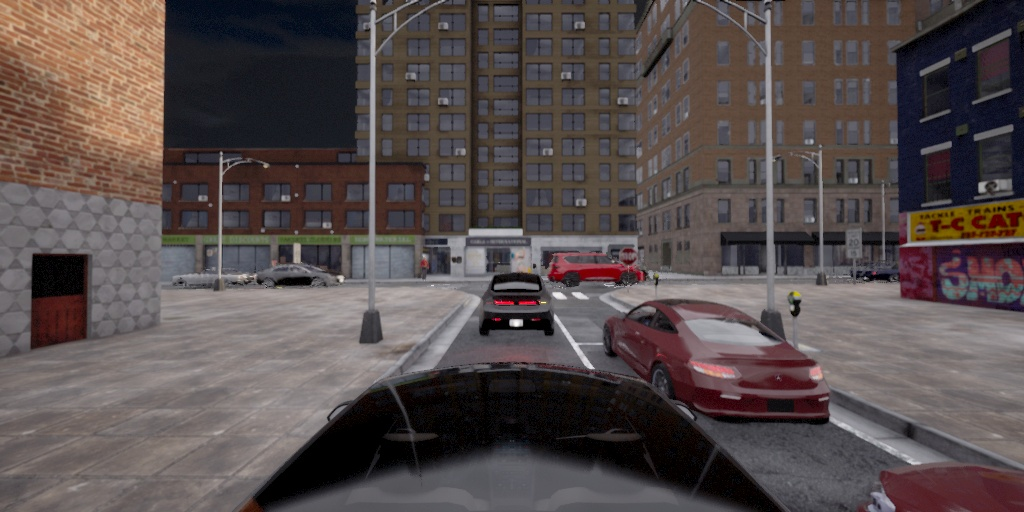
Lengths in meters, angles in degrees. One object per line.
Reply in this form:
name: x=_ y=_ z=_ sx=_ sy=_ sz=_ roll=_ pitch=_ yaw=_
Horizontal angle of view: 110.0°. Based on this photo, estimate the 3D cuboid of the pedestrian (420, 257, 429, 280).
pedestrian: x=-6.780 y=0.933 z=27.704 sx=0.375 sy=1.860 sz=0.375 roll=0 pitch=0 yaw=0

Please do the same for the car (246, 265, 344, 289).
car: x=-12.851 y=1.264 z=21.875 sx=4.902 sy=1.511 sz=2.128 roll=-1 pitch=-1 yaw=0

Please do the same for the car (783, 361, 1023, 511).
car: x=2.636 y=1.338 z=0.171 sx=1.802 sy=1.307 sz=4.207 roll=0 pitch=0 yaw=0

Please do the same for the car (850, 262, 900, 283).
car: x=23.573 y=1.030 z=21.665 sx=4.718 sy=1.301 sz=1.895 roll=0 pitch=-1 yaw=0

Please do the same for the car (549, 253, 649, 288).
car: x=4.998 y=0.832 z=21.741 sx=5.566 sy=2.045 sz=2.150 roll=-1 pitch=0 yaw=0

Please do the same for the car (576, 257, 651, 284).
car: x=6.873 y=0.968 z=24.711 sx=4.553 sy=1.767 sz=2.097 roll=-1 pitch=-1 yaw=0

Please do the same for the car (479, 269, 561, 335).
car: x=0.141 y=1.221 z=10.347 sx=1.837 sy=1.490 sz=4.892 roll=0 pitch=0 yaw=1

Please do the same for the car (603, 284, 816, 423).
car: x=2.645 y=1.316 z=5.610 sx=1.802 sy=1.307 sz=4.207 roll=0 pitch=0 yaw=0

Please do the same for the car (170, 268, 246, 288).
car: x=-20.614 y=1.519 z=24.867 sx=4.718 sy=1.301 sz=1.895 roll=-1 pitch=-1 yaw=0
